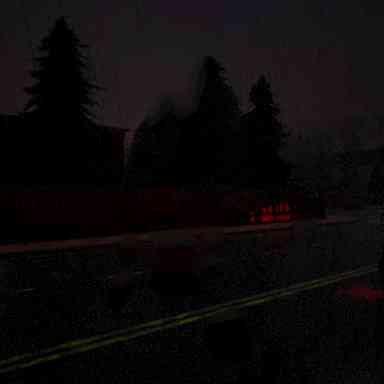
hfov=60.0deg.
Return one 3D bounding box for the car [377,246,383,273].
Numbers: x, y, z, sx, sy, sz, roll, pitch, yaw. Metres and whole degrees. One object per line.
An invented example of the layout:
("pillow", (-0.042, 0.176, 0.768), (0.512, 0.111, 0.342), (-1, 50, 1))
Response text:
("car", (7.057, 1.554, 8.876), (5.357, 1.411, 2.033), (0, 0, -35))
